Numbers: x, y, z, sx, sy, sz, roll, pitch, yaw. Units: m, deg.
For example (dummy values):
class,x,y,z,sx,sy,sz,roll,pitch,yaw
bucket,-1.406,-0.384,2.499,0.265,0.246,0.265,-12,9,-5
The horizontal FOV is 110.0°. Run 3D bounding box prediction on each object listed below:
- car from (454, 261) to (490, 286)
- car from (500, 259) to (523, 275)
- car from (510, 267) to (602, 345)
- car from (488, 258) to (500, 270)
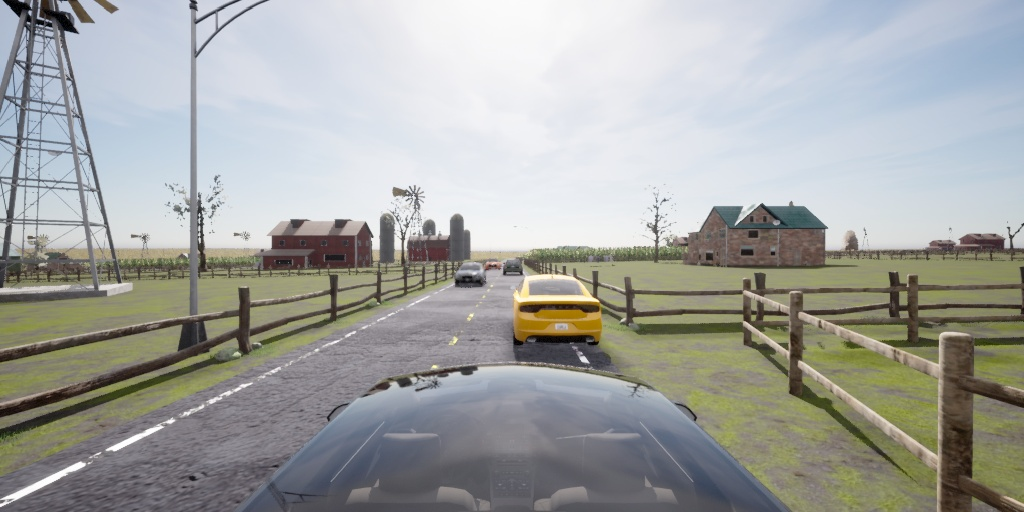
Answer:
class,x,y,z,sx,sy,sz,roll,pitch,yaw
car,-2.829,1.255,25.174,1.837,1.490,4.892,0,0,0
car,0.114,1.110,39.350,2.097,1.767,4.553,0,0,0
car,0.971,1.226,9.486,1.882,1.535,5.008,0,0,0
car,-2.704,1.119,52.237,2.097,1.767,4.553,0,0,0
